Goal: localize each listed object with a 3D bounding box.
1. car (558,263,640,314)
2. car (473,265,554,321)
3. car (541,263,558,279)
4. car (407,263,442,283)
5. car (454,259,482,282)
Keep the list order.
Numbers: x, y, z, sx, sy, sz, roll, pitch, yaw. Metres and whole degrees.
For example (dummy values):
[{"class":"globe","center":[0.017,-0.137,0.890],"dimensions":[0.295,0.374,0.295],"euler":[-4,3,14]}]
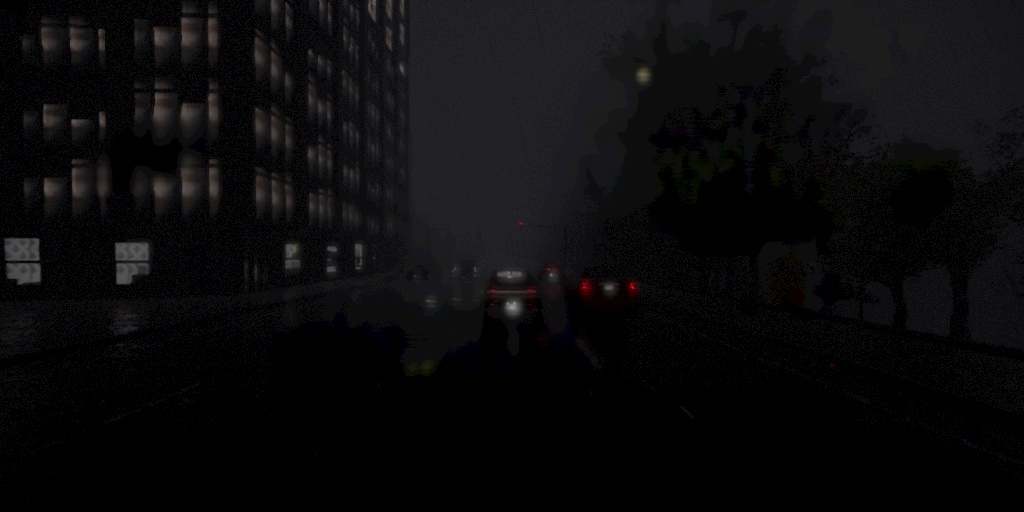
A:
[{"class":"car","center":[3.274,1.117,14.057],"dimensions":[2.097,1.767,4.553],"euler":[0,0,0]},{"class":"car","center":[0.030,1.257,12.559],"dimensions":[2.128,1.511,4.902],"euler":[0,0,0]},{"class":"car","center":[3.187,1.293,30.094],"dimensions":[1.837,1.490,4.892],"euler":[0,0,0]},{"class":"car","center":[-6.740,1.296,28.025],"dimensions":[1.837,1.490,4.892],"euler":[0,-1,0]},{"class":"car","center":[-3.497,1.142,29.639],"dimensions":[2.097,1.767,4.553],"euler":[0,0,0]}]
